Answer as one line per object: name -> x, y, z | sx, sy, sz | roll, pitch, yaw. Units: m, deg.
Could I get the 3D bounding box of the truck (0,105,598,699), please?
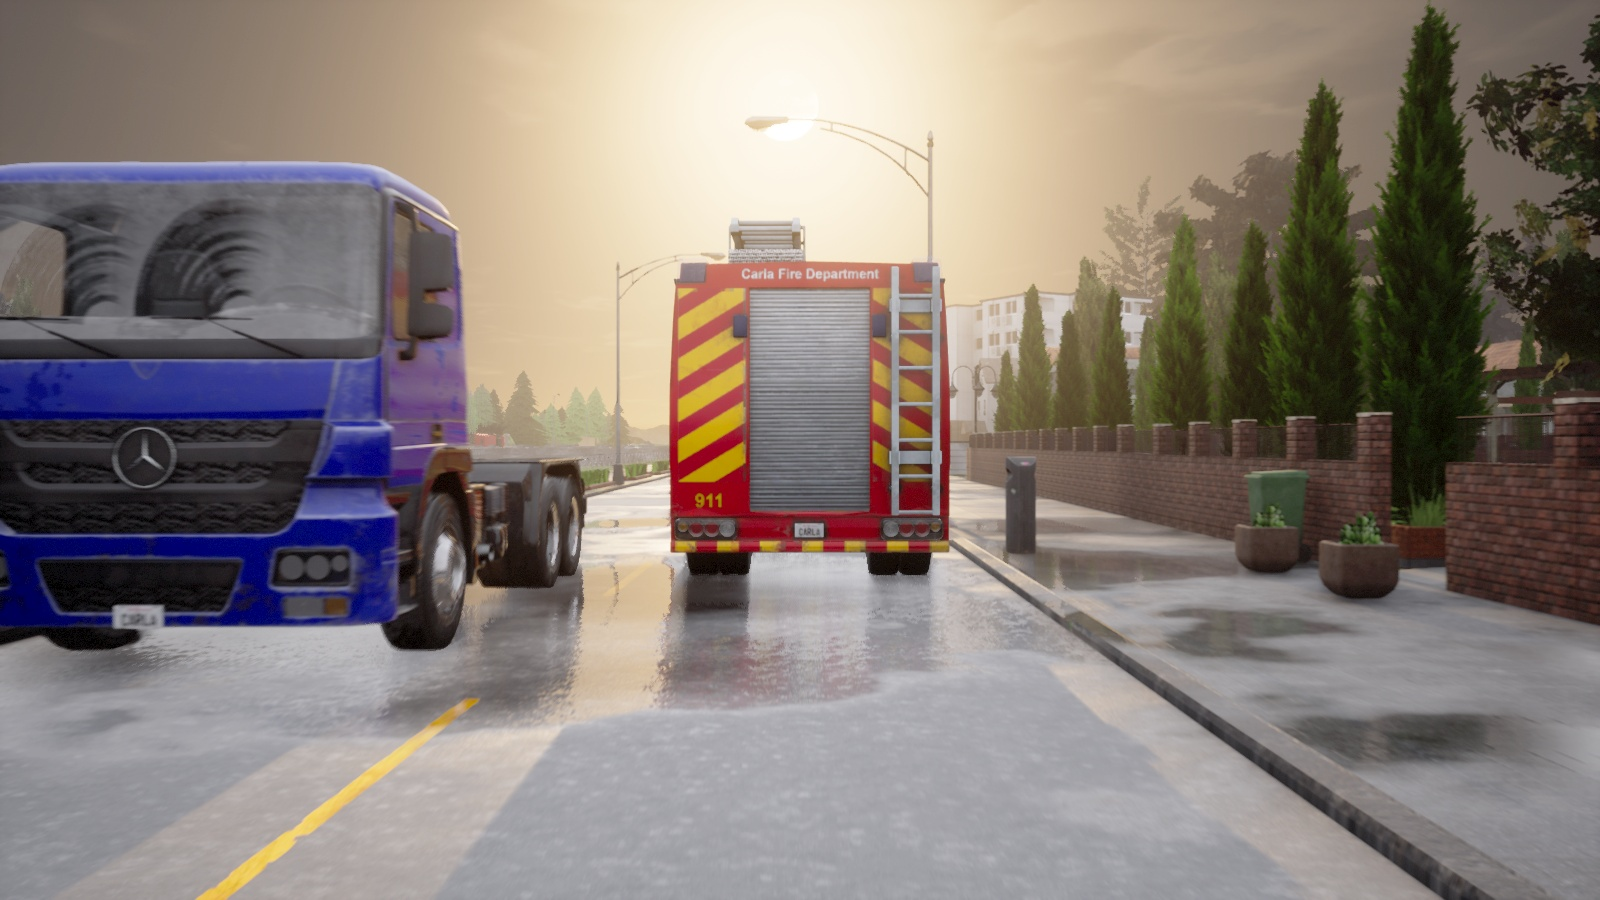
truck -> -3.920, -0.302, 11.296 | 2.891, 3.462, 7.936 | 0, 0, 0

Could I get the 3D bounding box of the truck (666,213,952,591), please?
truck -> 0.113, -0.514, 16.963 | 2.891, 3.827, 8.468 | 0, 0, 0
